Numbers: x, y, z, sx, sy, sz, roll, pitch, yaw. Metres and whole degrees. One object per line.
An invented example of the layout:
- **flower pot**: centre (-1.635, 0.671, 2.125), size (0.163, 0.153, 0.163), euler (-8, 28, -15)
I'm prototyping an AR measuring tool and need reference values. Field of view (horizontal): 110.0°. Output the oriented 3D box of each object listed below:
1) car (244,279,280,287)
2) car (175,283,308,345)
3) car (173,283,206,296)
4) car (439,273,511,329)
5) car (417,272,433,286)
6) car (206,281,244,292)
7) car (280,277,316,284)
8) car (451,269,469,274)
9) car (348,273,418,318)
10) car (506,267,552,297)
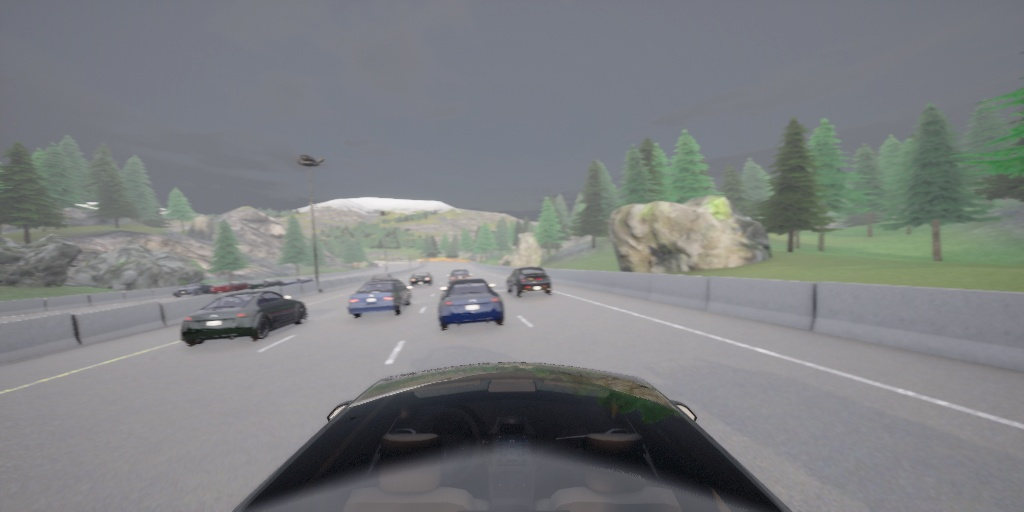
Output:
- **car**: centre (-27.326, 3.299, 40.163), size (1.895, 1.301, 4.718), euler (-3, -1, -9)
- **car**: centre (-8.462, 1.842, 11.761), size (1.994, 1.385, 4.181), euler (-3, -1, -9)
- **car**: centre (-34.188, 3.622, 38.773), size (1.994, 1.385, 4.181), euler (-3, -1, -9)
- **car**: centre (-1.444, 1.464, 12.156), size (1.994, 1.385, 4.181), euler (-3, -1, -9)
- **car**: centre (-8.568, 2.178, 34.289), size (1.895, 1.301, 4.718), euler (-3, -1, -9)
- **car**: centre (-30.761, 3.479, 39.498), size (1.895, 1.301, 4.718), euler (-3, -1, -9)
- **car**: centre (-23.877, 3.117, 40.725), size (1.895, 1.301, 4.718), euler (-3, -1, -9)
- **car**: centre (-4.374, 1.834, 30.231), size (2.033, 1.411, 5.357), euler (-3, -1, -9)
- **car**: centre (-5.538, 1.705, 15.560), size (2.033, 1.411, 5.357), euler (-3, -1, -9)
- **car**: centre (0.838, 1.362, 19.902), size (1.837, 1.490, 4.892), euler (-3, -1, -9)
